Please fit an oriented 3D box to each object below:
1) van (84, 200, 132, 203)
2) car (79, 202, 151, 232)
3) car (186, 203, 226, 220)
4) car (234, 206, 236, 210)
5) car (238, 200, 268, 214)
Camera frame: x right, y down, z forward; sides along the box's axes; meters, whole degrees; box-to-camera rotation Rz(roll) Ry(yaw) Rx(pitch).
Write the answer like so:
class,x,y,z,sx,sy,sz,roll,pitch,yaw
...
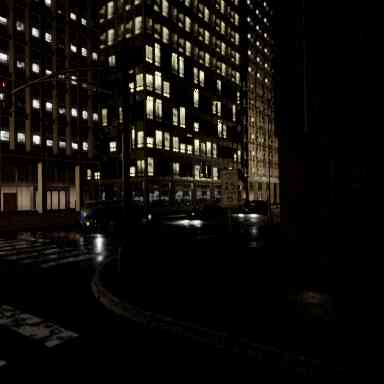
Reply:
class,x,y,z,sx,sy,sz,roll,pitch,yaw
van,-5.941,1.460,23.460,1.690,1.788,3.998,-2,-1,36
car,-4.598,1.571,20.925,1.837,1.490,4.892,-1,-1,33
car,1.260,1.649,29.031,1.994,1.385,4.181,-1,-1,36
car,6.913,1.689,41.355,1.752,1.417,4.829,-2,-1,36
car,7.155,1.631,37.221,1.812,1.442,4.674,-1,-1,36
